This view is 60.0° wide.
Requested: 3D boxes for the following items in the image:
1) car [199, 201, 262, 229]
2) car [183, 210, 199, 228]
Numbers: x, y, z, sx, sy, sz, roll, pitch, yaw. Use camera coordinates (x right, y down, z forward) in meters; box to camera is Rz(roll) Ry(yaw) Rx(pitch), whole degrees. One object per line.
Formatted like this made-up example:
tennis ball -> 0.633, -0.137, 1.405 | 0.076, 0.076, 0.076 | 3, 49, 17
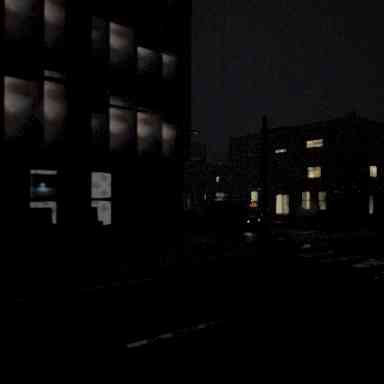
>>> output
car -> 3.337, 1.765, 26.866 | 2.150, 2.045, 5.566 | 0, -1, -37
car -> -0.285, 2.138, 27.159 | 1.947, 1.339, 4.313 | -1, 0, -37
